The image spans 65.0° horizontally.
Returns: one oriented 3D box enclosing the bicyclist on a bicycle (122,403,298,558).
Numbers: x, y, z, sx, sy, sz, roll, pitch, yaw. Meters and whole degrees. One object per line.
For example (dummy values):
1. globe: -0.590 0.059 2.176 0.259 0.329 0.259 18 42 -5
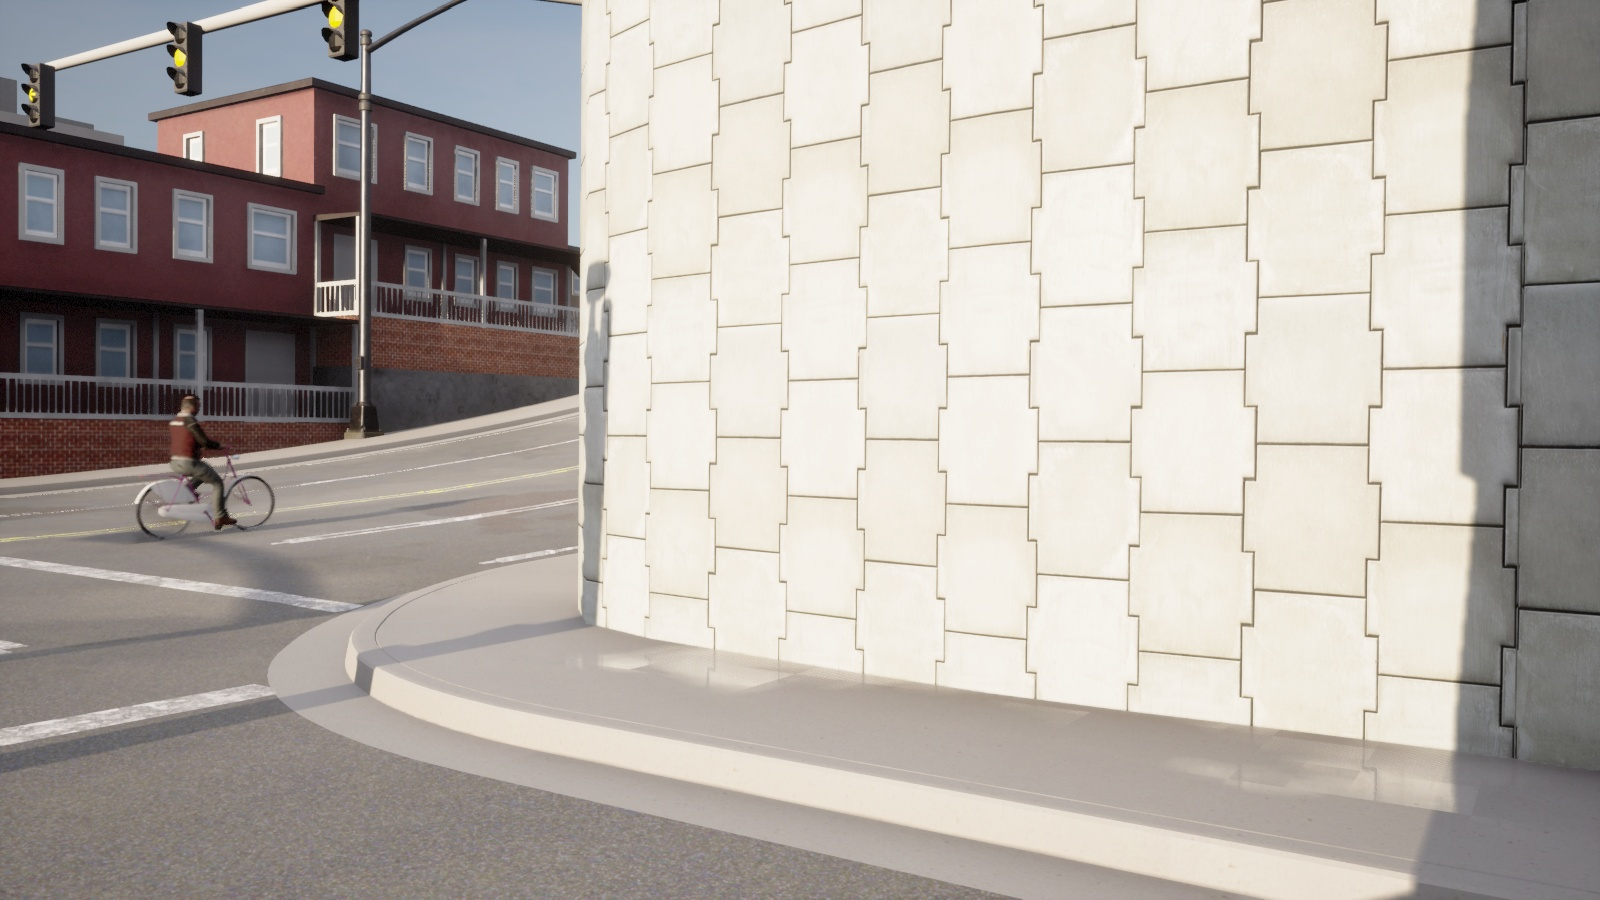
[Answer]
1. bicyclist on a bicycle: -7.398 0.336 15.848 0.659 1.776 1.843 0 4 33
